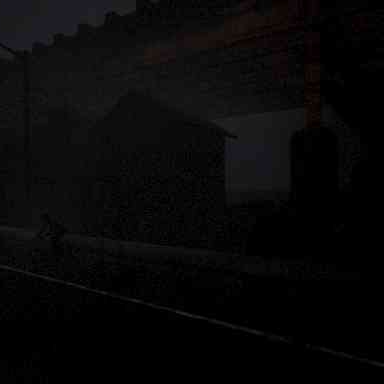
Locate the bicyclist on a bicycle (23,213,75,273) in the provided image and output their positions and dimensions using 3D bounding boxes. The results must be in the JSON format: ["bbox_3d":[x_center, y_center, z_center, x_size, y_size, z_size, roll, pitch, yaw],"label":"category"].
[{"bbox_3d":[-4.118,1.440,9.687,0.582,1.620,1.656,0,1,35],"label":"bicyclist on a bicycle"}]
